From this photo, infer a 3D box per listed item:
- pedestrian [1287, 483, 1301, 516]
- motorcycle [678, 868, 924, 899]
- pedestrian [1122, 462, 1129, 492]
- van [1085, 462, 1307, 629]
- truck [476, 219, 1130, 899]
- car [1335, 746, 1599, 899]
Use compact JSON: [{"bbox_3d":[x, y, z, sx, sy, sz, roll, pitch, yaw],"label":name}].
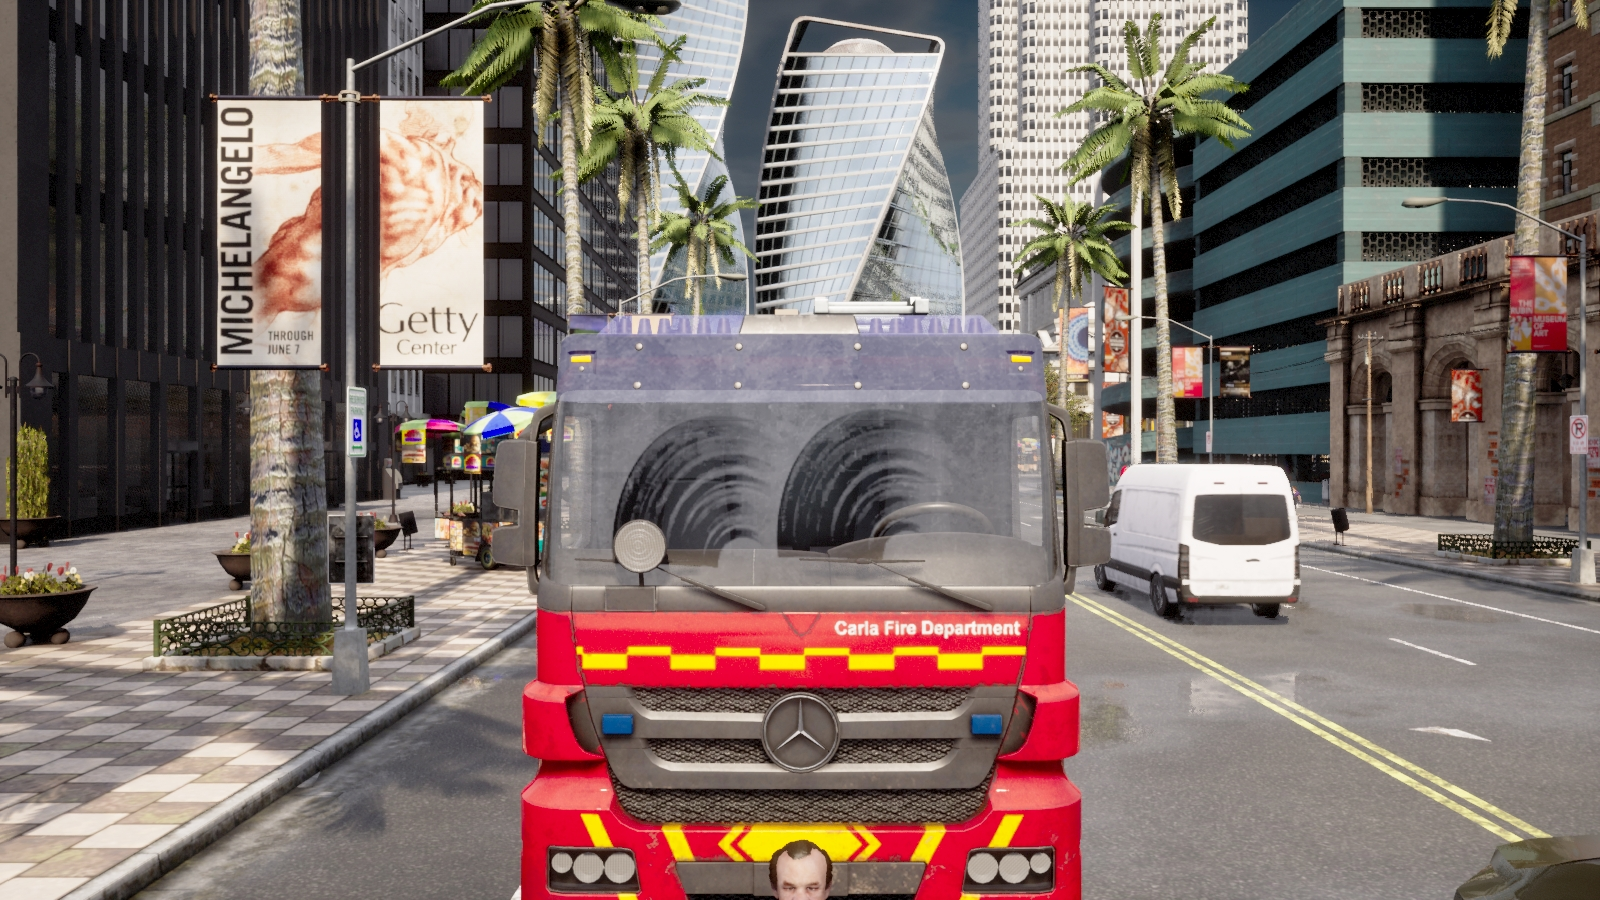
[{"bbox_3d":[19.681,1.976,45.520,0.375,1.300,0.375,0,0,2],"label":"pedestrian"},{"bbox_3d":[0.003,2.182,3.373,0.856,1.236,1.805,0,0,0],"label":"motorcycle"},{"bbox_3d":[20.491,1.698,71.936,0.375,1.860,0.375,0,0,-1],"label":"pedestrian"},{"bbox_3d":[6.984,1.534,20.968,1.988,2.561,5.915,0,0,0],"label":"van"},{"bbox_3d":[0.019,0.890,9.289,2.891,3.827,8.468,0,0,0],"label":"truck"},{"bbox_3d":[3.504,2.061,2.660,2.231,1.480,4.892,0,0,0],"label":"car"}]
